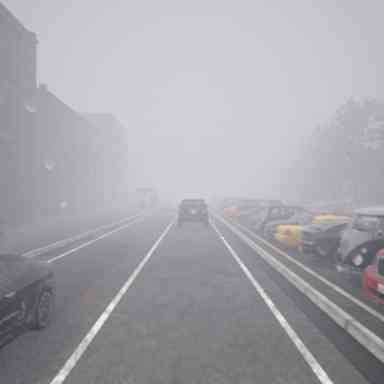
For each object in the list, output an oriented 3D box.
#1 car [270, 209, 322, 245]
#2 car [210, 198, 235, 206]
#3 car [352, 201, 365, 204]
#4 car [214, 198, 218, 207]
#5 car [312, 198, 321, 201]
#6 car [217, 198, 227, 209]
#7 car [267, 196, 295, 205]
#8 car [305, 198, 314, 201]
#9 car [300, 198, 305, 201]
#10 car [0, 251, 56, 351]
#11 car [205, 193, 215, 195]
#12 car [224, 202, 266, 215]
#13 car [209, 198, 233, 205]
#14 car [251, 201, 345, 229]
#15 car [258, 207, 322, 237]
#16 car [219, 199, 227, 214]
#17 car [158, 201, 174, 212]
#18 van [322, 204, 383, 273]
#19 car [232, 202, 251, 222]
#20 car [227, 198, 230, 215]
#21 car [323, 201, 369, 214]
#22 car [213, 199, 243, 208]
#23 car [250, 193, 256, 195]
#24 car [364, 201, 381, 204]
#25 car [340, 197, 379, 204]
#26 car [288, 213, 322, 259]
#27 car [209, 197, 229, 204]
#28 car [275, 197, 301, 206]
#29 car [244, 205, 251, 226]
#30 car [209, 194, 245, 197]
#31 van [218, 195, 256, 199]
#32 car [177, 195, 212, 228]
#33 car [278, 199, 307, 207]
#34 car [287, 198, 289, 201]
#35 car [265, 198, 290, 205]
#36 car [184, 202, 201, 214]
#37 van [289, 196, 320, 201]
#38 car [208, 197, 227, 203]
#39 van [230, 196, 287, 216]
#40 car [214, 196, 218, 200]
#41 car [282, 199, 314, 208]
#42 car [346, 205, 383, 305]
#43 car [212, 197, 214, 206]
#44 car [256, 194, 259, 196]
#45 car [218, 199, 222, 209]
[{"bbox_3d":[6.317,1.669,14.120,5.366,1.575,1.946,0,-1,0],"label":"car"},{"bbox_3d":[6.294,2.122,69.791,5.008,1.535,2.097,0,0,0],"label":"car"},{"bbox_3d":[19.273,1.891,33.587,4.674,1.452,2.002,0,0,0],"label":"car"},{"bbox_3d":[6.247,1.992,50.303,4.892,1.521,2.231,0,0,0],"label":"car"},{"bbox_3d":[19.310,1.945,44.727,4.892,1.521,2.231,0,0,0],"label":"car"},{"bbox_3d":[6.229,1.946,44.736,5.008,1.535,2.097,0,0,0],"label":"car"},{"bbox_3d":[19.416,1.869,72.711,5.566,2.045,2.435,0,0,0],"label":"car"},{"bbox_3d":[19.318,1.967,47.512,5.008,1.535,2.097,0,0,0],"label":"car"},{"bbox_3d":[19.323,2.029,50.297,4.674,1.452,2.002,0,0,0],"label":"car"},{"bbox_3d":[-3.352,1.574,4.299,1.812,1.442,4.674,0,-1,0],"label":"car"},{"bbox_3d":[6.327,1.824,89.297,4.553,1.767,2.185,0,1,0],"label":"car"},{"bbox_3d":[6.210,1.941,39.169,4.674,1.452,2.002,0,0,0],"label":"car"},{"bbox_3d":[6.302,2.123,72.581,5.008,1.535,2.097,0,0,0],"label":"car"},{"bbox_3d":[6.117,1.601,19.689,4.553,1.767,2.185,0,-1,0],"label":"car"},{"bbox_3d":[6.146,1.700,16.903,4.892,1.521,2.231,0,-1,0],"label":"car"},{"bbox_3d":[6.013,1.874,36.387,5.366,1.575,1.946,0,0,0],"label":"car"},{"bbox_3d":[-3.383,1.954,44.833,1.812,1.442,4.674,0,0,0],"label":"car"},{"bbox_3d":[5.998,1.391,8.556,4.442,1.987,1.878,0,-1,0],"label":"van"},{"bbox_3d":[6.144,1.833,28.036,4.792,1.488,2.163,0,-1,0],"label":"car"},{"bbox_3d":[6.159,1.727,33.604,4.553,1.767,2.185,0,0,0],"label":"car"},{"bbox_3d":[19.324,1.952,41.944,4.792,1.488,2.163,0,0,0],"label":"car"},{"bbox_3d":[6.260,2.054,58.652,5.008,1.535,2.097,0,0,0],"label":"car"},{"bbox_3d":[19.442,1.884,92.231,5.008,1.535,2.097,0,1,0],"label":"car"},{"bbox_3d":[19.256,1.827,30.803,5.008,1.535,2.097,0,-1,0],"label":"car"},{"bbox_3d":[19.247,1.750,36.374,4.553,1.767,2.185,0,-1,0],"label":"car"},{"bbox_3d":[6.117,1.646,11.337,4.892,1.521,2.231,0,-1,0],"label":"car"},{"bbox_3d":[6.356,1.974,78.156,4.553,1.767,2.185,0,0,0],"label":"car"},{"bbox_3d":[19.403,1.987,67.130,4.553,1.767,2.185,0,0,0],"label":"car"},{"bbox_3d":[6.159,1.792,22.470,4.674,1.452,2.002,0,-1,0],"label":"car"},{"bbox_3d":[6.303,1.824,61.437,5.566,2.045,2.435,0,0,0],"label":"car"},{"bbox_3d":[6.349,1.743,47.521,4.442,1.987,1.878,0,0,0],"label":"van"},{"bbox_3d":[0.089,1.478,24.719,2.150,2.045,5.566,0,0,0],"label":"car"},{"bbox_3d":[19.358,2.096,64.344,5.008,1.535,2.097,0,0,0],"label":"car"},{"bbox_3d":[19.317,1.801,58.653,5.566,2.045,2.435,0,0,0],"label":"car"},{"bbox_3d":[19.402,2.112,75.501,5.008,1.535,2.097,0,0,0],"label":"car"},{"bbox_3d":[0.064,1.969,41.890,1.994,1.385,4.181,0,0,0],"label":"car"},{"bbox_3d":[19.221,1.806,55.868,4.442,1.987,1.878,0,0,0],"label":"van"},{"bbox_3d":[6.370,2.071,83.725,4.792,1.488,2.163,0,1,0],"label":"car"},{"bbox_3d":[6.065,1.604,30.885,4.442,1.987,1.878,0,0,0],"label":"van"},{"bbox_3d":[6.218,1.887,53.212,4.553,1.767,2.185,0,0,0],"label":"car"},{"bbox_3d":[19.539,2.071,61.436,5.366,1.575,1.946,0,0,0],"label":"car"},{"bbox_3d":[6.078,1.337,5.773,5.566,2.045,2.435,0,-1,0],"label":"car"},{"bbox_3d":[6.443,2.030,55.869,5.366,1.575,1.946,0,0,0],"label":"car"},{"bbox_3d":[19.424,1.998,86.524,4.892,1.521,2.231,0,1,0],"label":"car"},{"bbox_3d":[6.210,1.924,41.953,5.008,1.535,2.097,0,0,0],"label":"car"}]
